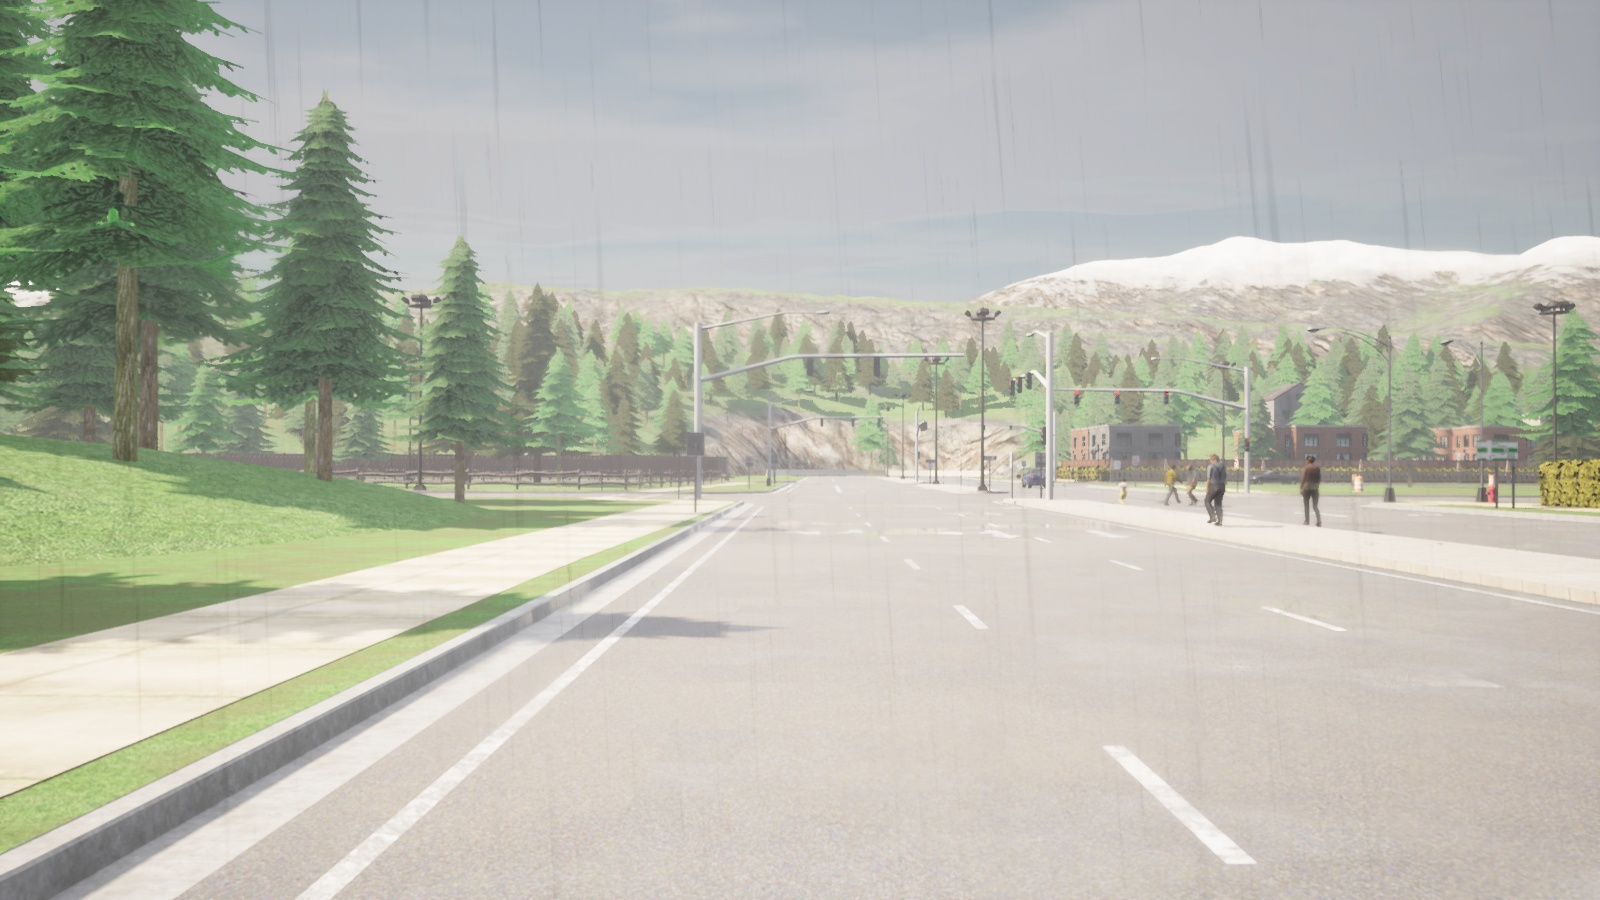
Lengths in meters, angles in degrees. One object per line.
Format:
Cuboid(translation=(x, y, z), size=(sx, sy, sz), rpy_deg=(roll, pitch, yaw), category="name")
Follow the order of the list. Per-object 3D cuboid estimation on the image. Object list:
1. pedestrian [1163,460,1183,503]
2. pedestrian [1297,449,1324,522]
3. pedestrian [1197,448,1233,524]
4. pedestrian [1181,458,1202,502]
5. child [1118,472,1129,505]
Cuboid(translation=(16.040, 1.330, 53.956), size=(0.726, 1.835, 0.370), rpy_deg=(0, -1, -14), category="pedestrian")
Cuboid(translation=(12.791, 0.878, 31.457), size=(0.328, 1.805, 0.869), rpy_deg=(0, -1, 2), category="pedestrian")
Cuboid(translation=(10.319, 0.888, 31.224), size=(0.540, 1.848, 0.694), rpy_deg=(0, -1, -15), category="pedestrian")
Cuboid(translation=(16.619, 1.282, 53.304), size=(0.694, 1.848, 0.540), rpy_deg=(0, -1, -1), category="pedestrian")
Cuboid(translation=(12.762, 1.514, 49.482), size=(0.270, 1.263, 0.437), rpy_deg=(0, -1, -6), category="child")
